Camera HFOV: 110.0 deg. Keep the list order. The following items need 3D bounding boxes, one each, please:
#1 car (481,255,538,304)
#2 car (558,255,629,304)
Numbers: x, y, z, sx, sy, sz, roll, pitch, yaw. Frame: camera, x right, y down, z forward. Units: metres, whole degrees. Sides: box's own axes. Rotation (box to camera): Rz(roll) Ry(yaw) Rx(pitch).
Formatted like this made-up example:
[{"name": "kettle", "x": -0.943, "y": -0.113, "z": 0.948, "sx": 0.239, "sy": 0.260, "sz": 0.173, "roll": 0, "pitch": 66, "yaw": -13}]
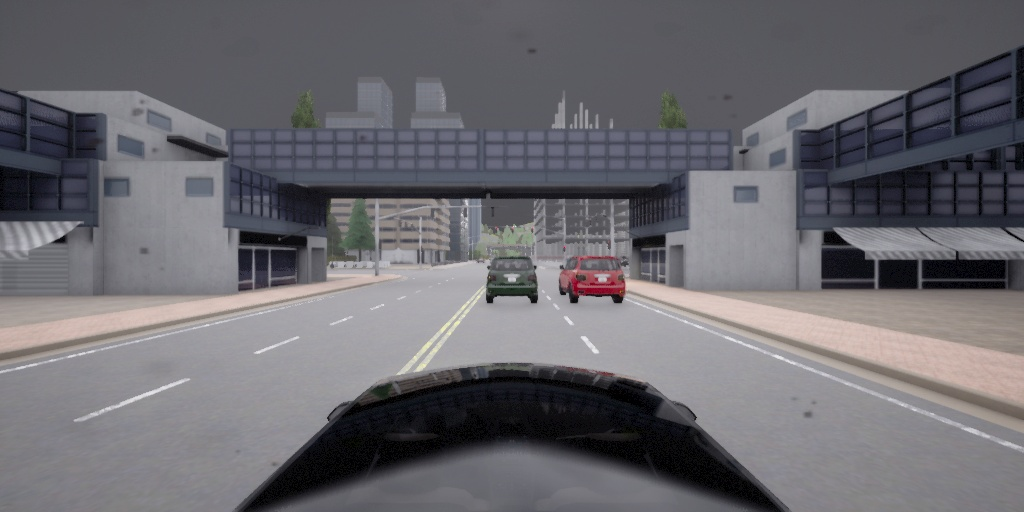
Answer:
[{"name": "car", "x": 0.000, "y": 1.006, "z": 16.530, "sx": 2.150, "sy": 2.045, "sz": 5.566, "roll": 0, "pitch": 0, "yaw": 0}, {"name": "car", "x": 3.500, "y": 1.006, "z": 16.530, "sx": 2.150, "sy": 2.045, "sz": 5.566, "roll": 0, "pitch": 0, "yaw": 0}]
